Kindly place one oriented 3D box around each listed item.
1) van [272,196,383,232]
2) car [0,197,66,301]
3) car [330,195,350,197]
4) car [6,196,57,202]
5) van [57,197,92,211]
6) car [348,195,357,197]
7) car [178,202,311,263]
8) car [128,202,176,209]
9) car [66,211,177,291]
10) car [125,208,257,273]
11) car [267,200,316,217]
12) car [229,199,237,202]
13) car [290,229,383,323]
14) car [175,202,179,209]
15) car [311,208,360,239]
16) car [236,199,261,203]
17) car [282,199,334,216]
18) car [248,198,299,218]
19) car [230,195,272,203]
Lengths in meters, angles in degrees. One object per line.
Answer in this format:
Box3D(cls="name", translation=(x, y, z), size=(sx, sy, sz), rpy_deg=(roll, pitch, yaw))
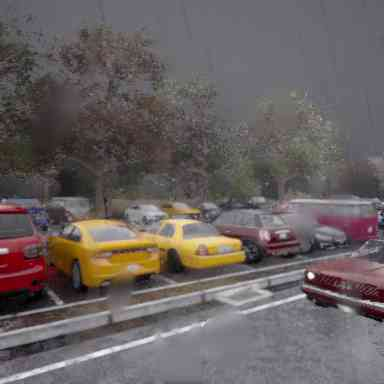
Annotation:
Box3D(cls="van", translation=(6.311, 1.356, 15.908), size=(1.878, 1.987, 4.442), rpy_deg=(0, 0, -35))
Box3D(cls="car", translation=(-5.026, 1.274, 7.838), size=(2.435, 2.045, 5.566), rpy_deg=(0, 0, -35))
Box3D(cls="car", translation=(14.806, 1.518, 37.676), size=(2.185, 1.767, 4.553), rpy_deg=(0, 0, -35))
Box3D(cls="car", translation=(-10.265, 1.284, 20.073), size=(2.435, 2.045, 5.566), rpy_deg=(0, 0, -35))
Box3D(cls="van", translation=(-7.935, 1.321, 21.602), size=(1.878, 1.987, 4.442), rpy_deg=(0, 0, -35))
Box3D(cls="car", translation=(19.363, 1.406, 40.881), size=(2.435, 2.045, 5.566), rpy_deg=(0, 0, -35))
Box3D(cls="car", translation=(1.738, 1.434, 12.516), size=(2.185, 1.767, 4.553), rpy_deg=(0, 0, -35))
Box3D(cls="car", translation=(-3.447, 1.609, 24.899), size=(2.002, 1.452, 4.674), rpy_deg=(0, 0, -35))
Box3D(cls="car", translation=(-2.730, 1.537, 9.410), size=(2.097, 1.535, 5.008), rpy_deg=(0, 0, -35))
Box3D(cls="car", translation=(-0.562, 1.545, 11.165), size=(1.946, 1.575, 5.366), rpy_deg=(0, 0, -35))
Box3D(cls="car", translation=(10.228, 1.667, 34.503), size=(2.002, 1.452, 4.674), rpy_deg=(0, 0, -35))
Box3D(cls="car", translation=(1.110, 1.591, 28.104), size=(2.231, 1.521, 4.892), rpy_deg=(0, 0, -35))
Box3D(cls="car", translation=(4.350, 1.634, 6.783), size=(4.718, 1.301, 1.895), rpy_deg=(0, 0, -35))
Box3D(cls="car", translation=(-1.169, 1.579, 26.502), size=(2.097, 1.535, 5.008), rpy_deg=(0, 0, -35))
Box3D(cls="car", translation=(4.096, 1.572, 14.218), size=(2.231, 1.521, 4.892), rpy_deg=(0, 0, -35))
Box3D(cls="car", translation=(3.374, 1.629, 29.721), size=(2.163, 1.488, 4.792), rpy_deg=(0, 0, -35))
Box3D(cls="car", translation=(12.512, 1.635, 36.097), size=(2.097, 1.535, 5.008), rpy_deg=(0, 0, -35))
Box3D(cls="car", translation=(7.969, 1.493, 32.875), size=(2.185, 1.767, 4.553), rpy_deg=(0, 0, -35))
Box3D(cls="car", translation=(5.689, 1.359, 31.278), size=(2.435, 2.045, 5.566), rpy_deg=(0, 0, -35))
